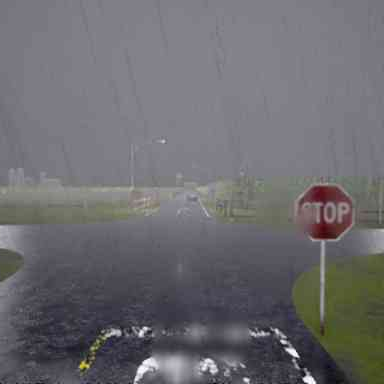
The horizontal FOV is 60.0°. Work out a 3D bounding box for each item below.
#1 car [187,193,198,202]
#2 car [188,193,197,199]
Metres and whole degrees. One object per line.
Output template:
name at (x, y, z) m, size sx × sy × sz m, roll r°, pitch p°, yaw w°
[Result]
car at (0.068, 0.936, 64.032) m, size 2.097 × 1.767 × 4.553 m, roll 0°, pitch 0°, yaw 0°
car at (0.079, 0.896, 74.100) m, size 1.994 × 1.385 × 4.181 m, roll 0°, pitch 0°, yaw 0°
